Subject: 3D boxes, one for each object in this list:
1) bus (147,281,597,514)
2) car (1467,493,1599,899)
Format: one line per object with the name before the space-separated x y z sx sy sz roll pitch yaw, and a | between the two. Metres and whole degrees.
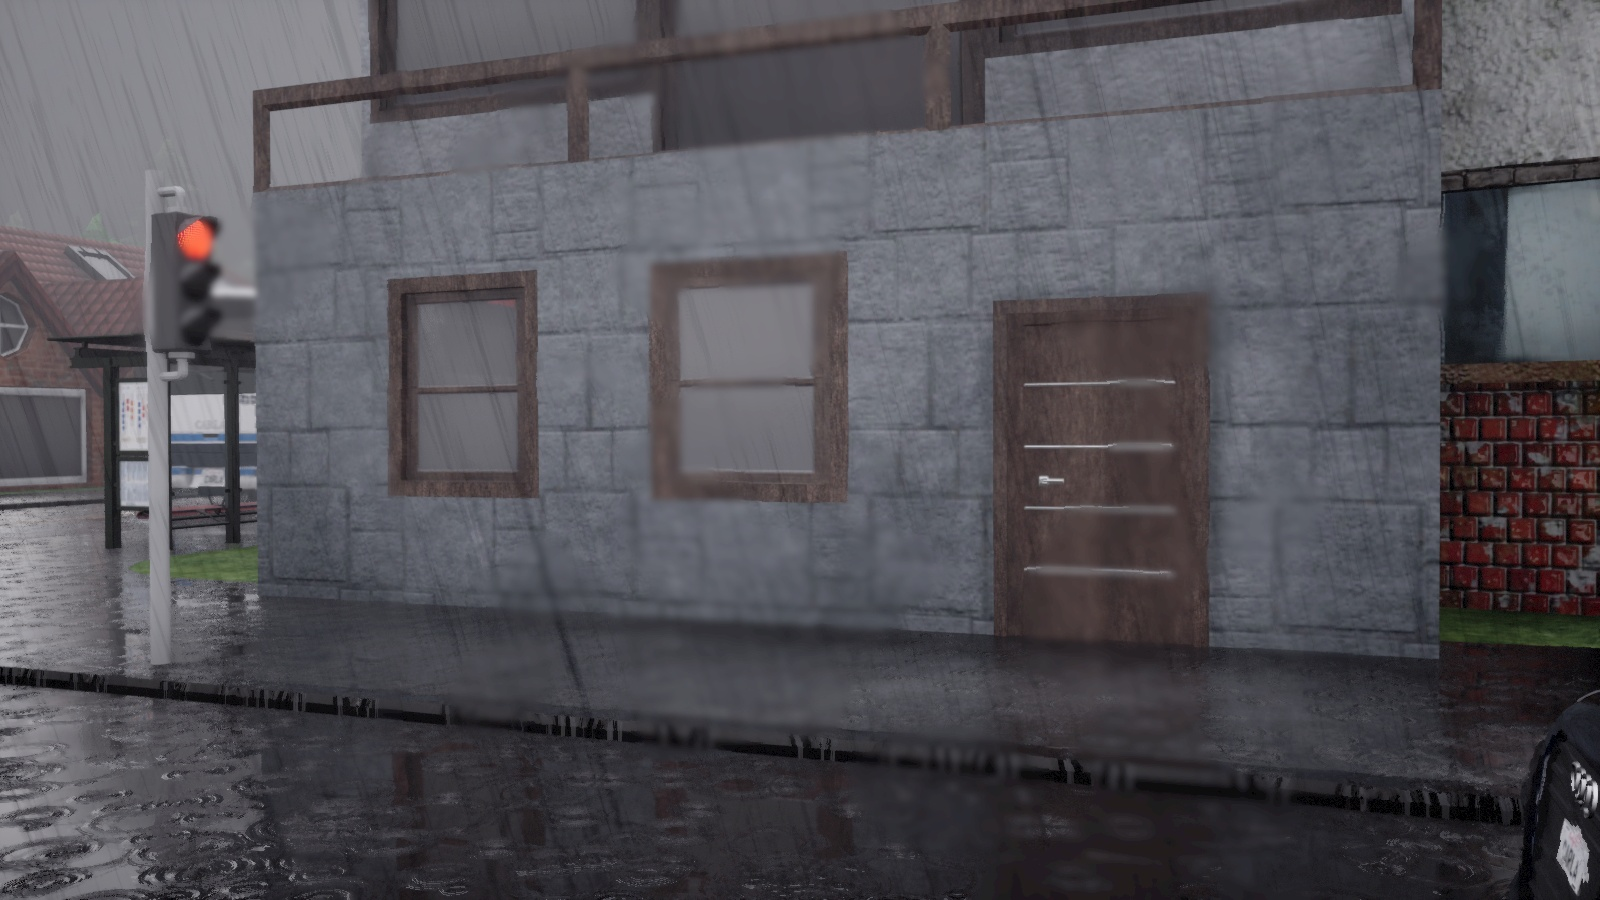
bus | -8.951 -1.039 28.428 3.944 4.253 10.273 1 1 21
car | 3.777 0.866 2.418 4.181 1.385 1.994 1 1 21
